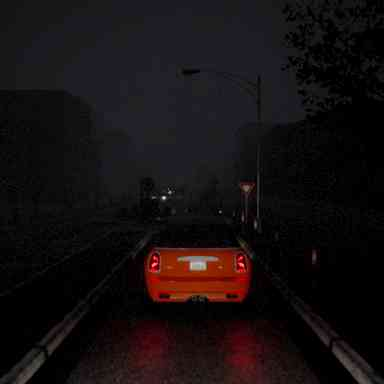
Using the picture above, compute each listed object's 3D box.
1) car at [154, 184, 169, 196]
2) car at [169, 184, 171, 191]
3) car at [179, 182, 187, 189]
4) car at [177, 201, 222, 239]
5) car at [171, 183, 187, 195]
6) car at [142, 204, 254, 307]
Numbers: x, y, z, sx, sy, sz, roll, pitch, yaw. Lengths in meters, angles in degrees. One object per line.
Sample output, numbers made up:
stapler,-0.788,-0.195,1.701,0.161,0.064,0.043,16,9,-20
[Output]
car,-5.356,-0.274,54.820,2.097,1.767,4.553,0,3,0
car,-5.311,-0.934,70.181,1.812,1.442,4.674,0,3,0
car,-2.348,-1.702,87.358,1.882,1.535,5.008,0,2,0
car,0.576,1.372,17.925,2.033,1.411,5.357,0,2,6
car,-2.184,-0.335,58.840,1.837,1.490,4.892,0,3,0
car,0.112,1.335,8.096,2.097,1.767,4.553,0,0,0
